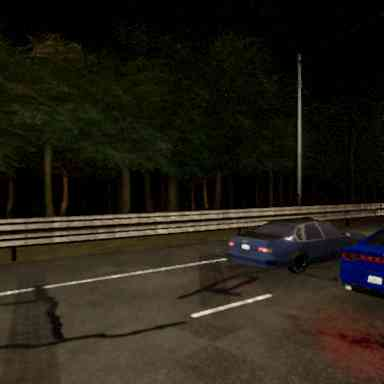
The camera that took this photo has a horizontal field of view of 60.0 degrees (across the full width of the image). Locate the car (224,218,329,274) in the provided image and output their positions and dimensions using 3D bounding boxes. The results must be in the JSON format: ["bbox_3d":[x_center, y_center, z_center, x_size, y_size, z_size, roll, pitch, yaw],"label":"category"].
[{"bbox_3d":[3.506,1.544,10.545,5.357,1.411,2.033,0,0,-36],"label":"car"}]

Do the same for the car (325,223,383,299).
[{"bbox_3d":[5.408,1.475,7.604,5.008,1.535,1.882,0,0,-35],"label":"car"}]
